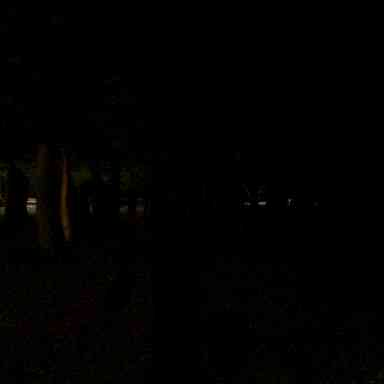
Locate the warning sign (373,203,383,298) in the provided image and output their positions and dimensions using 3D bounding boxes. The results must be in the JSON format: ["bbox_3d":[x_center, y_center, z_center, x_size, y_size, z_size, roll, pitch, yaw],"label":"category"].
[{"bbox_3d":[4.492,1.160,6.523,1.060,1.860,1.300,0,0,-36],"label":"warning sign"}]
